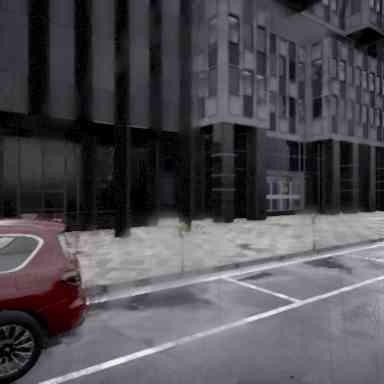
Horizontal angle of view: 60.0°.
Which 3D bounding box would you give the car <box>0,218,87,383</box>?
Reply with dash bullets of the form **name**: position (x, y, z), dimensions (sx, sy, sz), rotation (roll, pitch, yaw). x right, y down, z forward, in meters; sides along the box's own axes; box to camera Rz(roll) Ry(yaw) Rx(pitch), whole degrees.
- **car**: position (-3.784, 1.318, 3.831), dimensions (5.009, 1.841, 2.192), rotation (0, 0, -36)
